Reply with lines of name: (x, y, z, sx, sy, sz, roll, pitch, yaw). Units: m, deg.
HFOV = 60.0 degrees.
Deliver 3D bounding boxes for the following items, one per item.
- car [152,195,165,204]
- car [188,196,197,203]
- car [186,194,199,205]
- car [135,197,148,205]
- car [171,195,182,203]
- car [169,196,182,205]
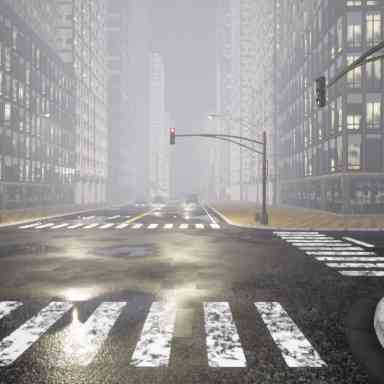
car: (-6.403, 1.468, 64.340, 2.097, 1.767, 4.553, 0, 0, 0)
car: (0.107, 1.541, 70.550, 1.994, 1.385, 4.181, 0, 0, 0)
car: (0.091, 1.323, 60.163, 2.150, 2.045, 5.566, 0, 0, 0)
car: (-9.653, 1.664, 64.314, 2.033, 1.411, 5.357, 0, 0, 0)
car: (-3.144, 1.495, 70.138, 2.128, 1.511, 4.902, 0, 0, 0)
car: (-3.159, 1.702, 60.167, 1.895, 1.301, 4.718, 0, 0, 0)
